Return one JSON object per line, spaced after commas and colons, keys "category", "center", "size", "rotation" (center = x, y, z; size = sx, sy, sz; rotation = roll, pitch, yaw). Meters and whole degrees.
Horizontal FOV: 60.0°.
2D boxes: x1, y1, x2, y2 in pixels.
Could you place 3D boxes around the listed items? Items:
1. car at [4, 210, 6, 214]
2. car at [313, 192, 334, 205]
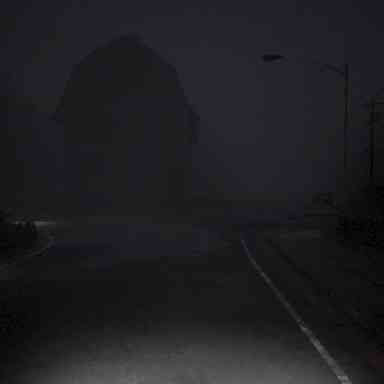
{"category": "car", "center": [-13.397, 1.130, 19.322], "size": [4.892, 1.490, 1.837], "rotation": [0, 1, 3]}
{"category": "car", "center": [15.222, 0.701, 38.445], "size": [2.128, 1.511, 4.902], "rotation": [1, 1, 27]}
